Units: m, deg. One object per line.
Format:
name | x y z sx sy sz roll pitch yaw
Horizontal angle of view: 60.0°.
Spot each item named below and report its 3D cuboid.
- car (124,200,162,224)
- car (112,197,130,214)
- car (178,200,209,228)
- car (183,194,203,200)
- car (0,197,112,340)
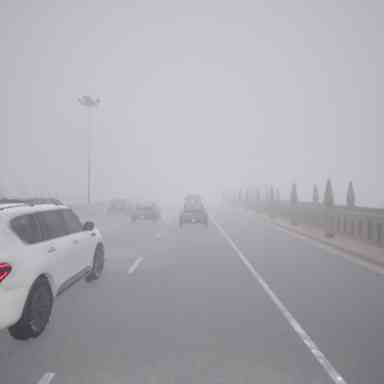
car | -3.396 1.511 25.228 2.128 1.511 4.902 0 0 0
car | -6.895 1.378 33.065 2.097 1.767 4.553 0 0 0
car | 0.103 1.509 22.436 2.128 1.511 4.902 0 0 0
car | 0.107 1.255 40.716 2.150 2.045 5.566 0 0 0
car | -3.410 1.227 6.681 2.150 2.045 5.566 0 0 0
